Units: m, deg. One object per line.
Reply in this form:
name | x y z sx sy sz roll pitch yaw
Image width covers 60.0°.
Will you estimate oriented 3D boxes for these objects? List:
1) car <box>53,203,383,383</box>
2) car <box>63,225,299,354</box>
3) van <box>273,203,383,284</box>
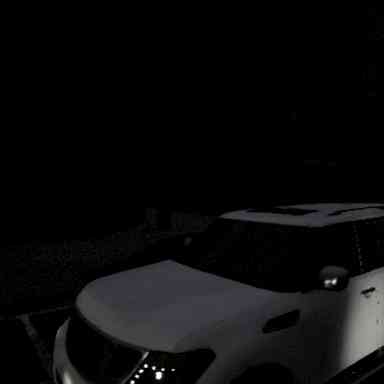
car | 1.264 1.203 4.275 5.566 2.045 2.150 0 0 -35
car | -0.063 1.546 6.598 4.313 1.339 1.947 0 0 -35
van | 4.373 1.292 9.741 3.998 1.788 1.690 0 0 -35
